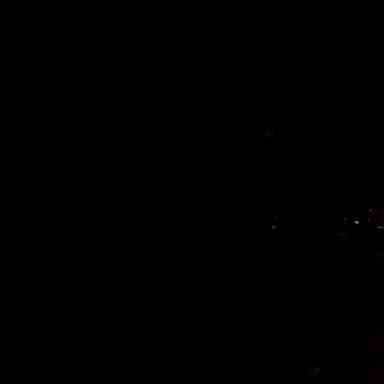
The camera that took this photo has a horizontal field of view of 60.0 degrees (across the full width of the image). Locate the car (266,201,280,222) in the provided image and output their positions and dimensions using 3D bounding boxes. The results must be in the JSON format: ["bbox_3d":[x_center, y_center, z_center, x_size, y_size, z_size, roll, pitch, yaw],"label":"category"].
[{"bbox_3d":[8.906,1.838,32.037,2.150,2.045,5.566,-2,-1,33],"label":"car"}]

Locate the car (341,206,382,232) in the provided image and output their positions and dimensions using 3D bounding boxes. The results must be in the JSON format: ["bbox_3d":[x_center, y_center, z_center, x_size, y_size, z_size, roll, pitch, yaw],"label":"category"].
[{"bbox_3d":[11.672,1.938,23.059,1.994,1.385,4.181,-2,-2,33],"label":"car"}]

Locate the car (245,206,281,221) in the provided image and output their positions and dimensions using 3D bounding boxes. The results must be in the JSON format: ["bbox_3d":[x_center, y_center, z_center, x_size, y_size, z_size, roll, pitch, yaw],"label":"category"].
[{"bbox_3d":[7.964,2.292,36.990,2.033,1.411,5.357,-2,-2,33],"label":"car"}]

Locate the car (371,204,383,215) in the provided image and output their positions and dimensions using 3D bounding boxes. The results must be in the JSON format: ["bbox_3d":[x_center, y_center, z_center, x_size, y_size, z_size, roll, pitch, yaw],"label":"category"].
[{"bbox_3d":[20.923,2.100,37.423,1.812,1.442,4.674,-2,-2,32],"label":"car"}]
